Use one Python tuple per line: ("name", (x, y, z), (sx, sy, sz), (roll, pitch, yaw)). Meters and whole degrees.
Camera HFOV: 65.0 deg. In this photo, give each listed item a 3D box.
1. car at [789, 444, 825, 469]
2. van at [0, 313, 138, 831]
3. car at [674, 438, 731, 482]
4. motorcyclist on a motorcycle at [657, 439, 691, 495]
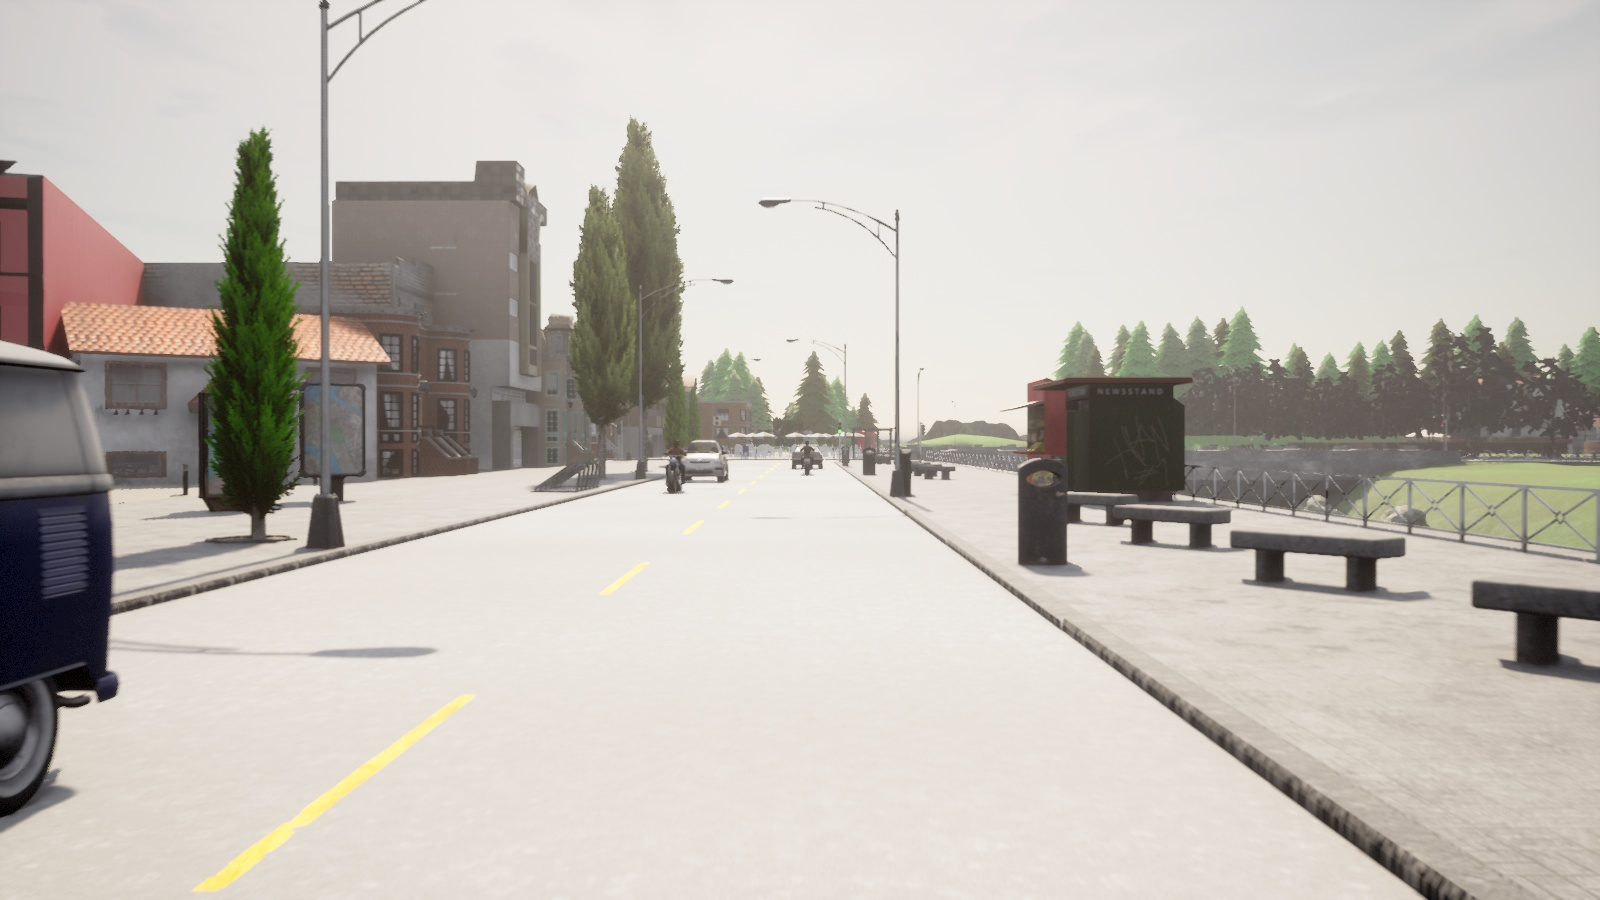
("car", (0.425, 0.378, 73.955), (2.033, 1.411, 5.357), (0, 0, 0))
("van", (-3.964, 0.476, 3.590), (1.775, 1.987, 4.442), (0, 0, 0))
("car", (-3.715, 0.369, 48.433), (1.851, 1.617, 3.988), (0, 0, 0))
("motorcyclist on a motorcycle", (-3.774, 0.481, 37.803), (0.766, 1.649, 2.350), (0, 0, 0))
